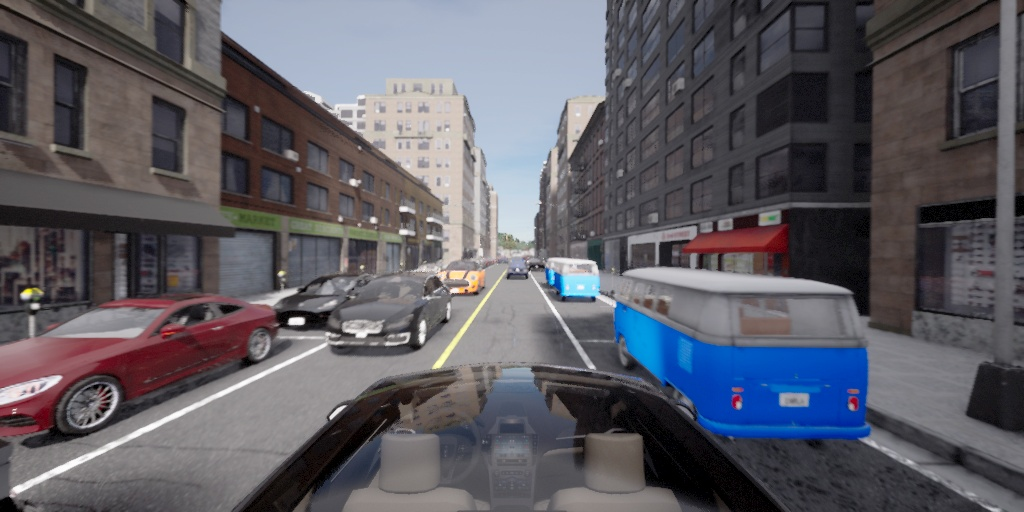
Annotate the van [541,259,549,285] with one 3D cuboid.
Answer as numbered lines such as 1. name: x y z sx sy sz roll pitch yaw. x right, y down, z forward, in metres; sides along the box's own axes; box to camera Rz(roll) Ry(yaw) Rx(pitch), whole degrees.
1. van: 2.932 1.020 22.250 1.690 1.789 3.998 0 0 1

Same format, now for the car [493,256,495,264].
1. car: -4.466 0.987 62.147 1.948 1.339 4.313 0 0 1

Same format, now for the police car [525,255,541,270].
1. police car: 2.878 1.000 43.593 1.930 1.638 5.238 0 0 1

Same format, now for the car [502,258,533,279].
1. car: 0.499 1.163 31.048 2.033 1.411 5.357 1 0 1

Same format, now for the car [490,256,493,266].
1. car: -4.556 0.993 56.465 1.888 1.381 4.507 0 0 1

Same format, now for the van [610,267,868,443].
1. van: 2.663 1.098 5.205 1.690 1.789 3.998 0 0 1

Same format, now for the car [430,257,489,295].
1. car: -2.591 0.999 18.922 2.097 1.767 4.553 0 0 1

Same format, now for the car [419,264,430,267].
1. car: -5.092 1.160 22.376 2.007 1.370 4.403 0 0 1

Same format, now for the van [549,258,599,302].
1. van: 2.842 1.046 16.568 1.690 1.789 3.998 0 0 1

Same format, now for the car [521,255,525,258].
1. car: 0.807 1.007 49.451 1.882 1.535 5.008 1 0 1

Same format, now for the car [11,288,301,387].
1. car: -5.360 1.269 5.331 1.802 1.307 4.207 0 0 1

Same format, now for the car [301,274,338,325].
1. car: -5.271 1.227 11.013 1.948 1.339 4.313 0 0 1

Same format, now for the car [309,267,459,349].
1. car: -2.755 1.197 9.080 1.837 1.490 4.892 0 0 1
